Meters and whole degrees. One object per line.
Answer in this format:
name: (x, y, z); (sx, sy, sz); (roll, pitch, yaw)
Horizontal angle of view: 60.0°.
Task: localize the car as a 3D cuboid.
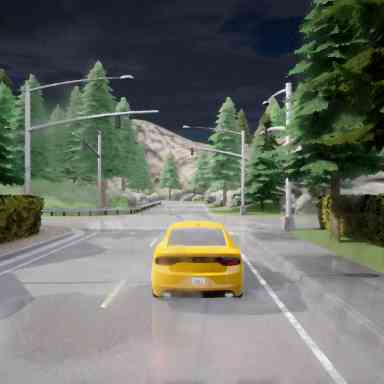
car: (0.121, 1.478, 8.563); (1.882, 1.535, 5.008); (0, 0, 0)
